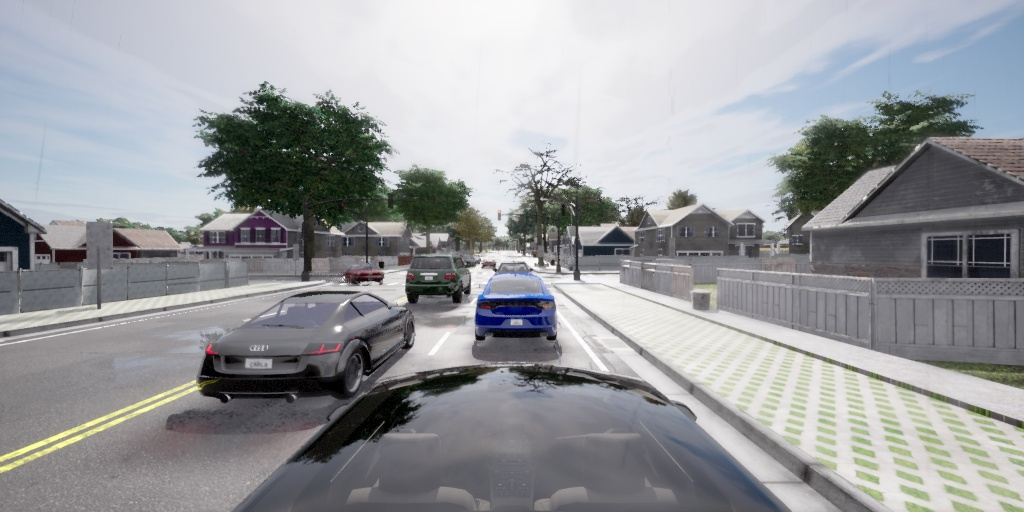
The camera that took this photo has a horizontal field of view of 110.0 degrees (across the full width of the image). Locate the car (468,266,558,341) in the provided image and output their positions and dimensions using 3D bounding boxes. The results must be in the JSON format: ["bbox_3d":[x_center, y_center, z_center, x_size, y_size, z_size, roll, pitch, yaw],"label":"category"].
[{"bbox_3d":[0.087,1.212,9.897,1.882,1.535,5.008,0,0,0],"label":"car"}]

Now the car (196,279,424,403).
[{"bbox_3d":[-3.158,1.308,6.479,1.994,1.385,4.181,0,0,0],"label":"car"}]

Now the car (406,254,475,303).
[{"bbox_3d":[-3.176,0.925,16.360,2.150,2.045,5.566,0,0,0],"label":"car"}]

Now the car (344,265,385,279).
[{"bbox_3d":[-10.283,1.264,24.905,1.895,1.301,4.718,0,-1,-34],"label":"car"}]

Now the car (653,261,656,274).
[{"bbox_3d":[12.668,1.091,32.544,4.718,1.301,1.895,0,1,1],"label":"car"}]

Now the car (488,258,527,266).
[{"bbox_3d":[0.071,1.039,18.852,2.097,1.767,4.553,0,0,0],"label":"car"}]

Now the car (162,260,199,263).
[{"bbox_3d":[-26.526,1.164,29.363,4.553,1.767,2.097,0,1,3],"label":"car"}]

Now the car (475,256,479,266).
[{"bbox_3d":[-6.672,0.710,54.246,2.097,1.767,4.553,0,1,0],"label":"car"}]

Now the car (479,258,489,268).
[{"bbox_3d":[-3.200,0.995,51.436,1.895,1.301,4.718,0,1,-1],"label":"car"}]
